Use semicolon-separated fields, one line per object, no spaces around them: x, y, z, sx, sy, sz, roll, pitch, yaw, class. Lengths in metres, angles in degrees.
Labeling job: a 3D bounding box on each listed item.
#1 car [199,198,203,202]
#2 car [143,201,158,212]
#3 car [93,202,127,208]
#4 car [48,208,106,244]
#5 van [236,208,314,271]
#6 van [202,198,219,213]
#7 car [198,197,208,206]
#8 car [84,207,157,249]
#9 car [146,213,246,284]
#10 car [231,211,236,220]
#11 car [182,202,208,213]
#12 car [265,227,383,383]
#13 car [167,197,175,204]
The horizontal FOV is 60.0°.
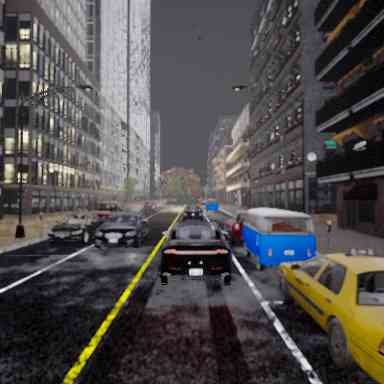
2.673;2.347;67.639;2.008;1.369;4.403;1;-1;0;car
-5.696;1.970;45.003;1.967;1.590;4.097;1;-1;0;car
-5.684;1.579;22.377;2.192;1.841;5.009;1;-1;0;car
-5.686;1.748;16.717;2.008;1.369;4.403;1;-1;0;car
2.700;1.472;11.073;1.690;1.788;3.998;1;-1;0;van
2.686;1.871;45.015;1.690;1.788;3.998;1;-1;0;van
2.671;2.245;78.957;2.192;1.841;5.009;1;-1;0;car
-3.106;1.675;15.556;2.128;1.511;4.902;0;-1;0;car
0.095;1.610;9.921;2.128;1.511;4.902;0;-1;0;car
2.696;1.638;16.729;1.967;1.590;4.097;1;-1;0;car
0.088;1.891;29.153;2.033;1.411;5.357;0;-1;0;car
2.700;1.592;5.584;1.752;1.417;4.829;1;-1;0;car
-5.721;2.379;90.260;2.192;1.841;5.009;1;-1;0;car
